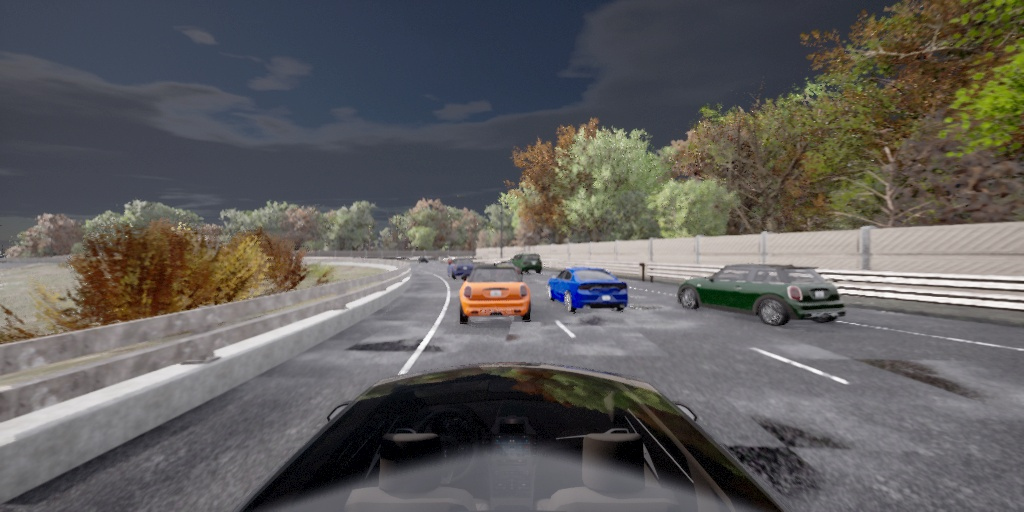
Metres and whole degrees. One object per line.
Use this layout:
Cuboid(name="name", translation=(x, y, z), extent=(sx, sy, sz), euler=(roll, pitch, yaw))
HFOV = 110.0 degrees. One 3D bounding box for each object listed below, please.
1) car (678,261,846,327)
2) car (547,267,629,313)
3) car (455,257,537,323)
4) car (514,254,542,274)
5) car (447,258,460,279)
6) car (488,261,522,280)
Cuboid(name="car", translation=(7.569, 1.024, 11.534), extent=(2.097, 1.767, 4.553), euler=(0, 0, -16))
Cuboid(name="car", translation=(2.676, 1.155, 13.735), extent=(1.882, 1.535, 5.008), euler=(0, 0, -7))
Cuboid(name="car", translation=(-0.662, 1.050, 12.140), extent=(2.097, 1.767, 4.553), euler=(0, 0, -6))
Cuboid(name="car", translation=(1.214, 0.786, 36.337), extent=(2.150, 2.045, 5.566), euler=(0, 0, -18))
Cuboid(name="car", translation=(-4.316, 0.966, 30.657), extent=(2.097, 1.767, 4.553), euler=(0, 0, -16))
Cuboid(name="car", translation=(-0.687, 1.165, 30.717), extent=(1.994, 1.385, 4.181), euler=(0, 0, -15))
